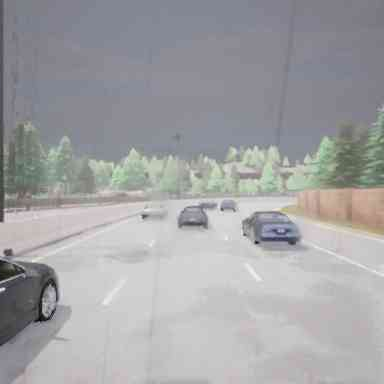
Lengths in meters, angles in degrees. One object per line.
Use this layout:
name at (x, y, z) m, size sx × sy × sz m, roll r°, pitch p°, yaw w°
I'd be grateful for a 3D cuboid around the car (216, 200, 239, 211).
car at (4.986, 1.716, 43.750) m, size 2.033 × 1.411 × 5.357 m, roll 0°, pitch 0°, yaw 14°

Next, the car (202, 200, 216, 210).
car at (2.502, 1.787, 47.395) m, size 1.895 × 1.301 × 4.718 m, roll 0°, pitch 0°, yaw 15°

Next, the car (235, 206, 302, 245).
car at (3.560, 1.607, 15.801) m, size 2.033 × 1.411 × 5.357 m, roll 0°, pitch 0°, yaw 0°

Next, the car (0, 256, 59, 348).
car at (-3.413, 1.527, 4.377) m, size 1.837 × 1.490 × 4.892 m, roll 0°, pitch 0°, yaw 0°

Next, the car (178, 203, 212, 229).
car at (0.099, 1.654, 22.561) m, size 1.994 × 1.385 × 4.181 m, roll 0°, pitch 0°, yaw 1°

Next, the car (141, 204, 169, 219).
car at (-3.256, 1.725, 30.066) m, size 1.895 × 1.301 × 4.718 m, roll 0°, pitch 0°, yaw 3°
